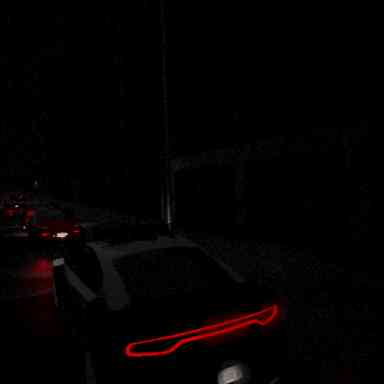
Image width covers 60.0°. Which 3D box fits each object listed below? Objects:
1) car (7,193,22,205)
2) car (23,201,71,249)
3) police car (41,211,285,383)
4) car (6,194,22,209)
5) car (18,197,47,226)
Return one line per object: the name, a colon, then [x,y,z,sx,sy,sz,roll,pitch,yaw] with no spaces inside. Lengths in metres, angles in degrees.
car: [-25.869,1.004,48.435,1.882,1.535,5.008,-2,2,-29]
car: [-5.708,1.329,13.721,1.812,1.442,4.674,-2,2,-29]
police car: [-0.937,1.309,5.057,1.930,1.638,5.238,-2,2,-29]
car: [-20.116,1.219,38.063,1.895,1.301,4.718,-2,2,-28]
car: [-8.606,1.234,18.974,1.882,1.535,5.008,-2,2,-29]
